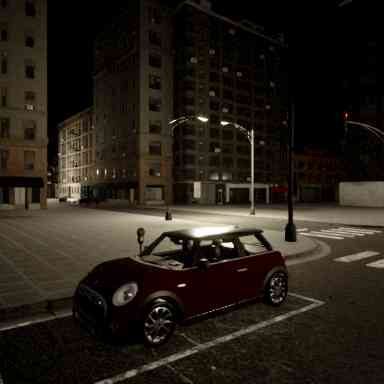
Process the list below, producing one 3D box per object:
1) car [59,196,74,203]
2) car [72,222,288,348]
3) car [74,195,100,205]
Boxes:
[{"bbox_3d":[-22.176,1.281,59.237,1.895,1.301,4.718,0,0,-39],"label":"car"},{"bbox_3d":[-0.070,1.441,6.251,4.097,1.590,1.967,0,0,-38],"label":"car"},{"bbox_3d":[-15.854,1.227,51.137,2.128,1.511,4.902,0,0,-38],"label":"car"}]
